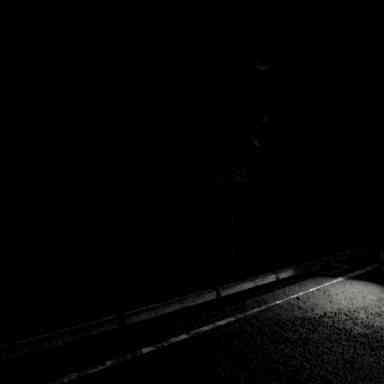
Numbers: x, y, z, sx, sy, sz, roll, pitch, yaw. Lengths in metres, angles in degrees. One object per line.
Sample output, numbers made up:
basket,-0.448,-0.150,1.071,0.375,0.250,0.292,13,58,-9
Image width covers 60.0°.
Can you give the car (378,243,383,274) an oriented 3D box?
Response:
car,6.514,1.265,8.489,4.674,1.442,1.812,-2,1,-39
